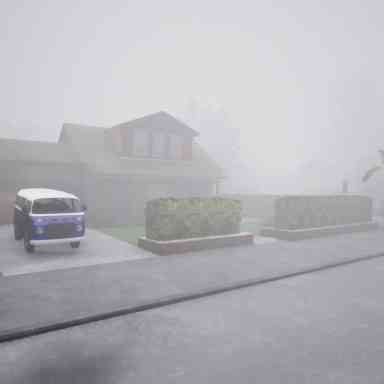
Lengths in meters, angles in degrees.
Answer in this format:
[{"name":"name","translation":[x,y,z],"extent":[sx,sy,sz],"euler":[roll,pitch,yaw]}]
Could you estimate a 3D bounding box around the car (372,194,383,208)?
[{"name":"car","translation":[24.018,0.986,40.753],"extent":[3.866,1.878,1.905],"euler":[0,0,0]}]
